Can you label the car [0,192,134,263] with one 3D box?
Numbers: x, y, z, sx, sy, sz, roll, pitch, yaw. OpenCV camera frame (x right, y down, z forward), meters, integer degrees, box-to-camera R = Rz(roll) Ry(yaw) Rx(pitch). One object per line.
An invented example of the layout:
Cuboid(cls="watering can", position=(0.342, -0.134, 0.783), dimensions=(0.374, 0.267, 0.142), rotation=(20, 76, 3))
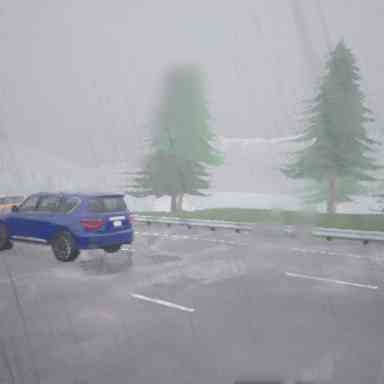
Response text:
Cuboid(cls="car", position=(-4.518, 0.997, 11.333), dimensions=(5.566, 2.045, 2.150), rotation=(1, 1, 31))
